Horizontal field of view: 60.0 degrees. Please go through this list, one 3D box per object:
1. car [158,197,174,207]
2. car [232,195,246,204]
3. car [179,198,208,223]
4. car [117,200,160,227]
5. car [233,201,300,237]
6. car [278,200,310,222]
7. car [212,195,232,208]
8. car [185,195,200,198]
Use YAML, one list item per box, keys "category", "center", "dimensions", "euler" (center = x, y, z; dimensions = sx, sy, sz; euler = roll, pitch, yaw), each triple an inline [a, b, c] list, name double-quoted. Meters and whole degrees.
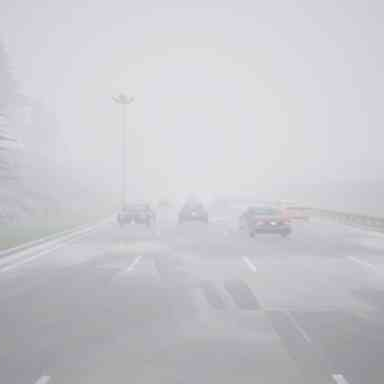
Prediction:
- category: "car"
  center: [-3.429, 1.289, 43.404]
  dimensions: [1.895, 1.301, 4.718]
  euler: [0, 0, 0]
- category: "car"
  center: [7.095, 1.161, 50.846]
  dimensions: [1.812, 1.442, 4.674]
  euler: [0, 0, 0]
- category: "car"
  center: [0.095, 1.395, 23.523]
  dimensions: [1.994, 1.385, 4.181]
  euler: [0, 0, 0]
- category: "car"
  center: [-3.405, 1.446, 21.473]
  dimensions: [1.895, 1.301, 4.718]
  euler: [0, 0, 0]
- category: "car"
  center: [3.596, 1.423, 17.167]
  dimensions: [2.033, 1.411, 5.357]
  euler: [0, 0, 0]
- category: "car"
  center: [7.096, 1.301, 24.556]
  dimensions: [1.882, 1.535, 5.008]
  euler: [0, 0, 0]
- category: "car"
  center: [3.569, 1.172, 42.503]
  dimensions: [1.882, 1.535, 5.008]
  euler: [0, 1, 0]
- category: "car"
  center: [0.087, 1.157, 48.458]
  dimensions: [1.837, 1.490, 4.892]
  euler: [0, 0, 0]
